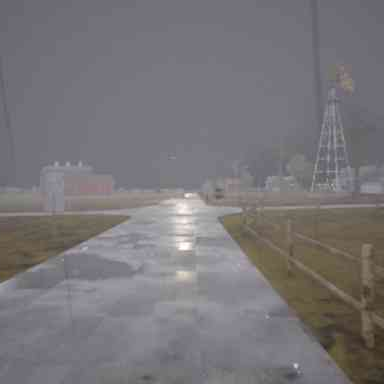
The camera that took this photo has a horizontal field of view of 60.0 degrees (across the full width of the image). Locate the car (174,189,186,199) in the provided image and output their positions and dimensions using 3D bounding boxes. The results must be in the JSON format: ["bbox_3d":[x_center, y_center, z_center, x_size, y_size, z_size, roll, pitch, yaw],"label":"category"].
[{"bbox_3d":[-2.767,0.362,72.931,2.150,2.045,5.566,0,1,0],"label":"car"}]
